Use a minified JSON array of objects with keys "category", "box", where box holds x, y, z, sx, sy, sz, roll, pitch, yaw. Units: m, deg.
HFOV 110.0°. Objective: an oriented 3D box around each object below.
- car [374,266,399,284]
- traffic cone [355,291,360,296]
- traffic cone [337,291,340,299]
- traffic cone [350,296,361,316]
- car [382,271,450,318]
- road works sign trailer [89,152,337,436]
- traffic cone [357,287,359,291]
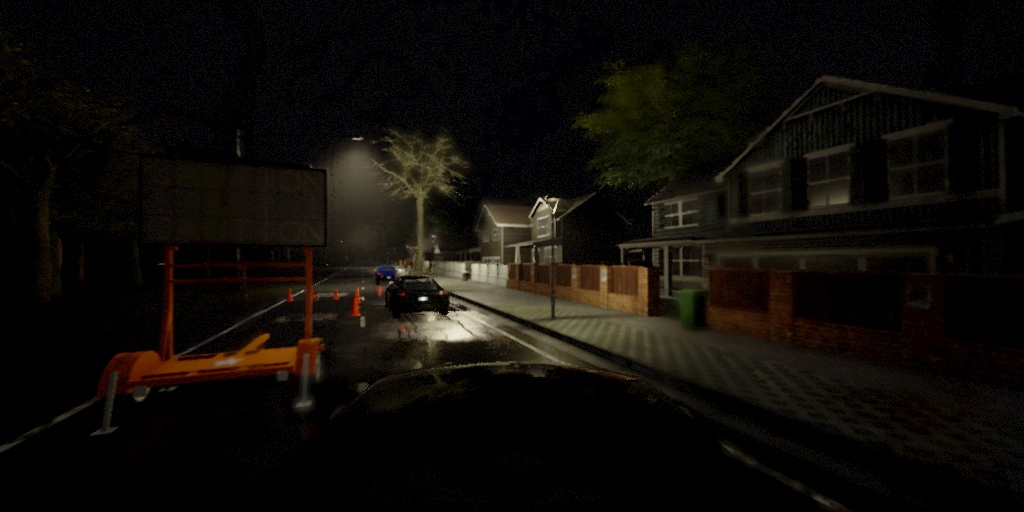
[{"category":"car","box":[-10.625,1.562,30.510,1.812,1.442,4.674,0,-1,-22]},{"category":"traffic cone","box":[-6.355,1.834,14.645,0.340,0.580,0.340,0,0,-23]},{"category":"traffic cone","box":[-8.811,1.870,17.957,0.340,0.580,0.340,0,0,-23]},{"category":"traffic cone","box":[-5.590,1.816,12.797,0.340,0.580,0.340,0,0,-23]},{"category":"car","box":[-3.756,1.431,13.900,1.994,1.385,4.181,0,-1,-23]},{"category":"road works sign trailer","box":[-4.283,0.258,5.765,2.380,3.560,2.880,0,0,-23]},{"category":"traffic cone","box":[-7.120,1.853,16.493,0.340,0.580,0.340,0,0,-23]}]
